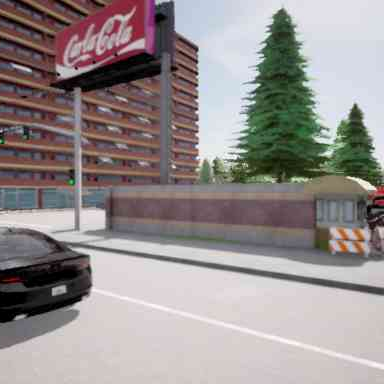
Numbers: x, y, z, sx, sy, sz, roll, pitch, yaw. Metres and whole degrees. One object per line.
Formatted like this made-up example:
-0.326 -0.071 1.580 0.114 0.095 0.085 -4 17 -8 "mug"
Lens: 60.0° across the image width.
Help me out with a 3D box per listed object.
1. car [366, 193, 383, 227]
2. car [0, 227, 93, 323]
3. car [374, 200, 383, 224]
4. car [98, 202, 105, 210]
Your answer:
12.456 1.148 19.657 3.866 1.878 1.905 0 0 35 "car"
-4.204 1.476 6.955 5.008 1.535 1.882 0 0 36 "car"
14.394 1.338 21.716 4.193 1.474 1.816 0 0 35 "car"
-9.513 1.496 41.640 1.837 1.490 4.892 0 0 35 "car"
